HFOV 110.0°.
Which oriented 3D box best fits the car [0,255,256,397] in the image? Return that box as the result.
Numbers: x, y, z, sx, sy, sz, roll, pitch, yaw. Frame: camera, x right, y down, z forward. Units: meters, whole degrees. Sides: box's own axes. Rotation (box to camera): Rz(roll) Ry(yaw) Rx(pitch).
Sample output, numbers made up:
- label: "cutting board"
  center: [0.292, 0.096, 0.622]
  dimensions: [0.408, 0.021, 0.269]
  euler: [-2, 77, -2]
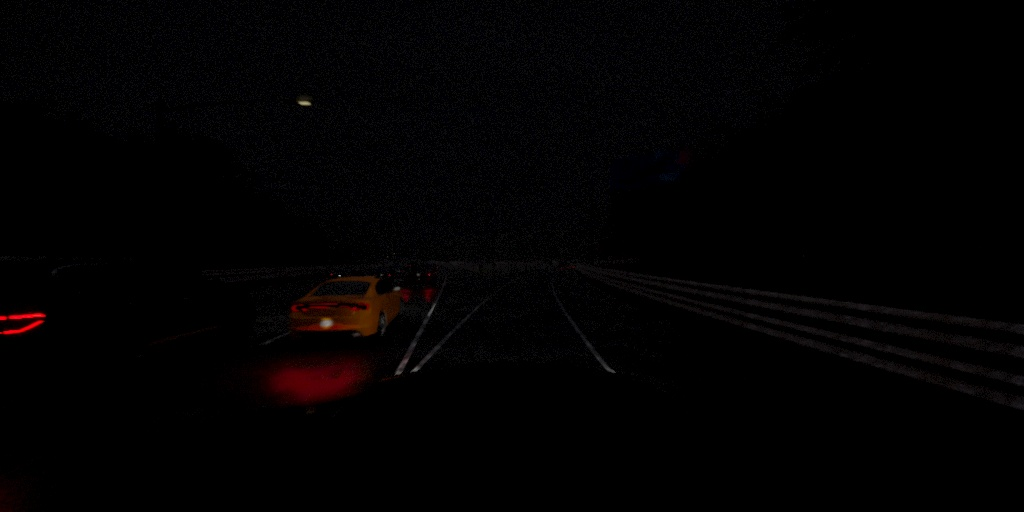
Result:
- label: "car"
  center: [-7.241, 1.030, 6.649]
  dimensions: [2.150, 2.045, 5.566]
  euler: [0, -1, -8]

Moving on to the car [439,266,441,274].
- label: "car"
  center: [-9.068, 1.745, 39.637]
  dimensions: [2.033, 1.411, 5.357]
  euler: [0, -1, -10]

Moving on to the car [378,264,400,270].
- label: "car"
  center: [-11.179, 1.656, 32.031]
  dimensions: [2.033, 1.411, 5.357]
  euler: [0, -1, -10]

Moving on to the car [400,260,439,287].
- label: "car"
  center: [-7.045, 1.389, 27.762]
  dimensions: [2.097, 1.767, 4.553]
  euler: [0, -1, -9]

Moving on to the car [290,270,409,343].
- label: "car"
  center: [-4.319, 1.311, 10.106]
  dimensions: [1.882, 1.535, 5.008]
  euler: [0, -1, -8]

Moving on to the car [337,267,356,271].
- label: "car"
  center: [-14.748, 1.688, 31.986]
  dimensions: [1.994, 1.385, 4.181]
  euler: [0, -1, -10]

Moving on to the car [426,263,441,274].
- label: "car"
  center: [-11.635, 1.888, 53.289]
  dimensions: [2.128, 1.511, 4.902]
  euler: [0, -1, -11]
